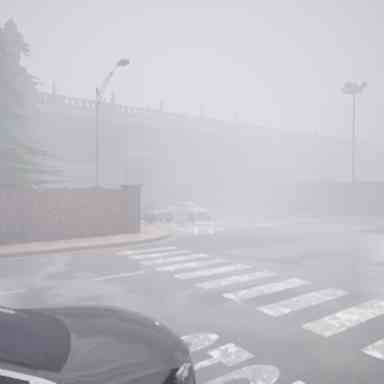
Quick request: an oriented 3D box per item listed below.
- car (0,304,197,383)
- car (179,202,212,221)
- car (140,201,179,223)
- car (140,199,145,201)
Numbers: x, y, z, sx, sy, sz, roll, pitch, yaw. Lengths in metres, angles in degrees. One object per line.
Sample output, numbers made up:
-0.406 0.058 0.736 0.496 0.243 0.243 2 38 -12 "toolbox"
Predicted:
-2.171 1.492 2.145 4.902 1.511 2.128 0 0 -36 "car"
-0.311 1.568 27.961 1.812 1.442 4.674 0 0 -36 "car"
-3.275 1.646 26.056 1.895 1.301 4.718 0 0 -35 "car"
-5.706 1.520 35.576 1.882 1.535 5.008 0 0 -35 "car"
